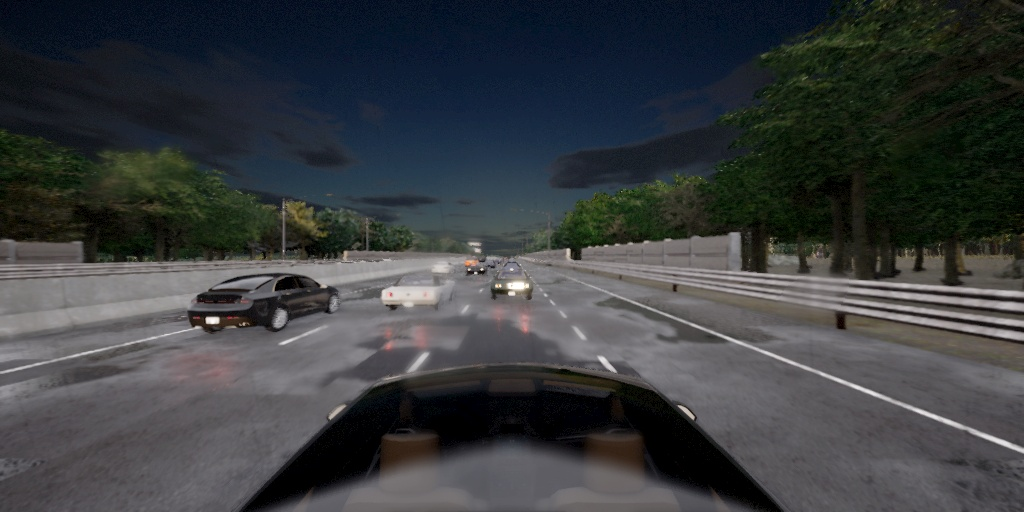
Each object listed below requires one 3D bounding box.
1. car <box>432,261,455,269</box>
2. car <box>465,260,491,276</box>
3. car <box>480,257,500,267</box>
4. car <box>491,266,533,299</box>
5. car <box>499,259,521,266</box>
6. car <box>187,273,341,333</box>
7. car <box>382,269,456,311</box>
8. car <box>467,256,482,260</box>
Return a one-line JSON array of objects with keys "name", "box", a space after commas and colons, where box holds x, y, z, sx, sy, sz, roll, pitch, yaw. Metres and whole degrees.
[{"name": "car", "box": [-7.007, 1.260, 36.888, 1.812, 1.442, 4.674, 0, 0, 0]}, {"name": "car", "box": [-3.506, 1.335, 36.896, 1.895, 1.301, 4.718, 0, 0, 0]}, {"name": "car", "box": [-3.508, 1.260, 56.949, 2.033, 1.411, 5.357, 0, 0, 0]}, {"name": "car", "box": [-0.003, 1.354, 18.008, 1.895, 1.301, 4.718, 0, 0, 0]}, {"name": "car", "box": [-0.006, 1.298, 36.877, 1.994, 1.385, 4.181, 0, 0, 0]}, {"name": "car", "box": [-7.003, 1.261, 10.808, 1.837, 1.490, 4.892, 0, 0, 0]}, {"name": "car", "box": [-3.502, 1.355, 14.410, 1.895, 1.301, 4.718, 0, 0, 0]}, {"name": "car", "box": [-7.008, 1.060, 62.886, 2.097, 1.767, 4.553, 0, 0, 0]}]
